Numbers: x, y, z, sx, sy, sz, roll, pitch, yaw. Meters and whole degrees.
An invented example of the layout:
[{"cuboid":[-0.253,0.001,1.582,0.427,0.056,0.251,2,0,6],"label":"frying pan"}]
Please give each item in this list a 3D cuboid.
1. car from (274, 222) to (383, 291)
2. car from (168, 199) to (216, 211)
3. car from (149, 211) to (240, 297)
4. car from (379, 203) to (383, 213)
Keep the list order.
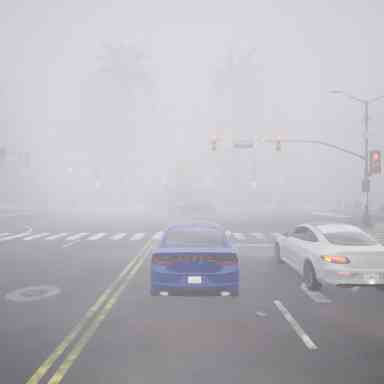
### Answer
[{"cuboid":[3.563,1.526,8.901,1.812,1.442,4.674,0,0,0],"label":"car"},{"cuboid":[0.023,1.505,34.144,4.892,1.490,1.837,0,0,0],"label":"car"},{"cuboid":[0.062,1.478,8.650,1.882,1.535,5.008,0,0,0],"label":"car"},{"cuboid":[21.730,1.351,34.124,4.553,1.767,2.097,0,0,0],"label":"car"}]
